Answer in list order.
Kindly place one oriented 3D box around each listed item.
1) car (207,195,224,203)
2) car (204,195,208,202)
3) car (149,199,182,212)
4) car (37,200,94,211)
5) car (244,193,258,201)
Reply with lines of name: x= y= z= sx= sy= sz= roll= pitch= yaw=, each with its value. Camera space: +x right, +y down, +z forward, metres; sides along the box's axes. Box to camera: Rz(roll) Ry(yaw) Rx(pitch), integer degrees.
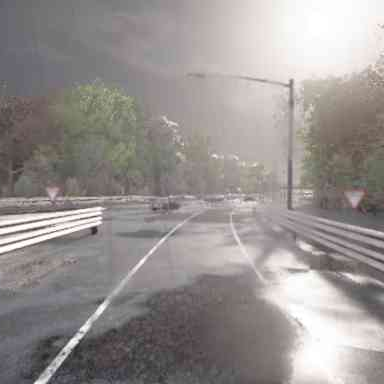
car: x=5.342 y=1.504 z=69.171 sx=1.812 sy=1.442 sz=4.674 roll=1 pitch=0 yaw=21
car: x=4.259 y=1.453 z=76.058 sx=2.128 sy=1.511 sz=4.902 roll=1 pitch=0 yaw=21
car: x=-2.966 y=1.493 z=38.070 sx=2.033 sy=1.411 sz=5.357 roll=1 pitch=0 yaw=21
car: x=-10.560 y=1.391 z=28.144 sx=2.033 sy=1.411 sz=5.357 roll=1 pitch=0 yaw=21
car: x=14.578 y=1.581 z=83.312 sx=1.837 sy=1.490 sz=4.892 roll=1 pitch=0 yaw=21
